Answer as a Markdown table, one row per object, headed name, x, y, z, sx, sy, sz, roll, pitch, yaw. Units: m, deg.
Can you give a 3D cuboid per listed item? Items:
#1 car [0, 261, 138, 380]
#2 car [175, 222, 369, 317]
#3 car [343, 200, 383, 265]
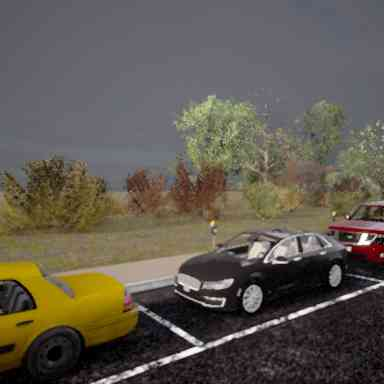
| name | x | y | z | sx | sy | sz | roll | pitch | yaw |
| --- | --- | --- | --- | --- | --- | --- | --- | --- | --- |
| car | -3.059 | 1.529 | 3.910 | 4.829 | 1.417 | 1.752 | -1 | 1 | -35 |
| car | 1.686 | 1.498 | 7.288 | 4.403 | 1.369 | 2.008 | -1 | 1 | -35 |
| car | 6.291 | 1.208 | 10.563 | 5.009 | 1.841 | 2.192 | -1 | 1 | -35 |
